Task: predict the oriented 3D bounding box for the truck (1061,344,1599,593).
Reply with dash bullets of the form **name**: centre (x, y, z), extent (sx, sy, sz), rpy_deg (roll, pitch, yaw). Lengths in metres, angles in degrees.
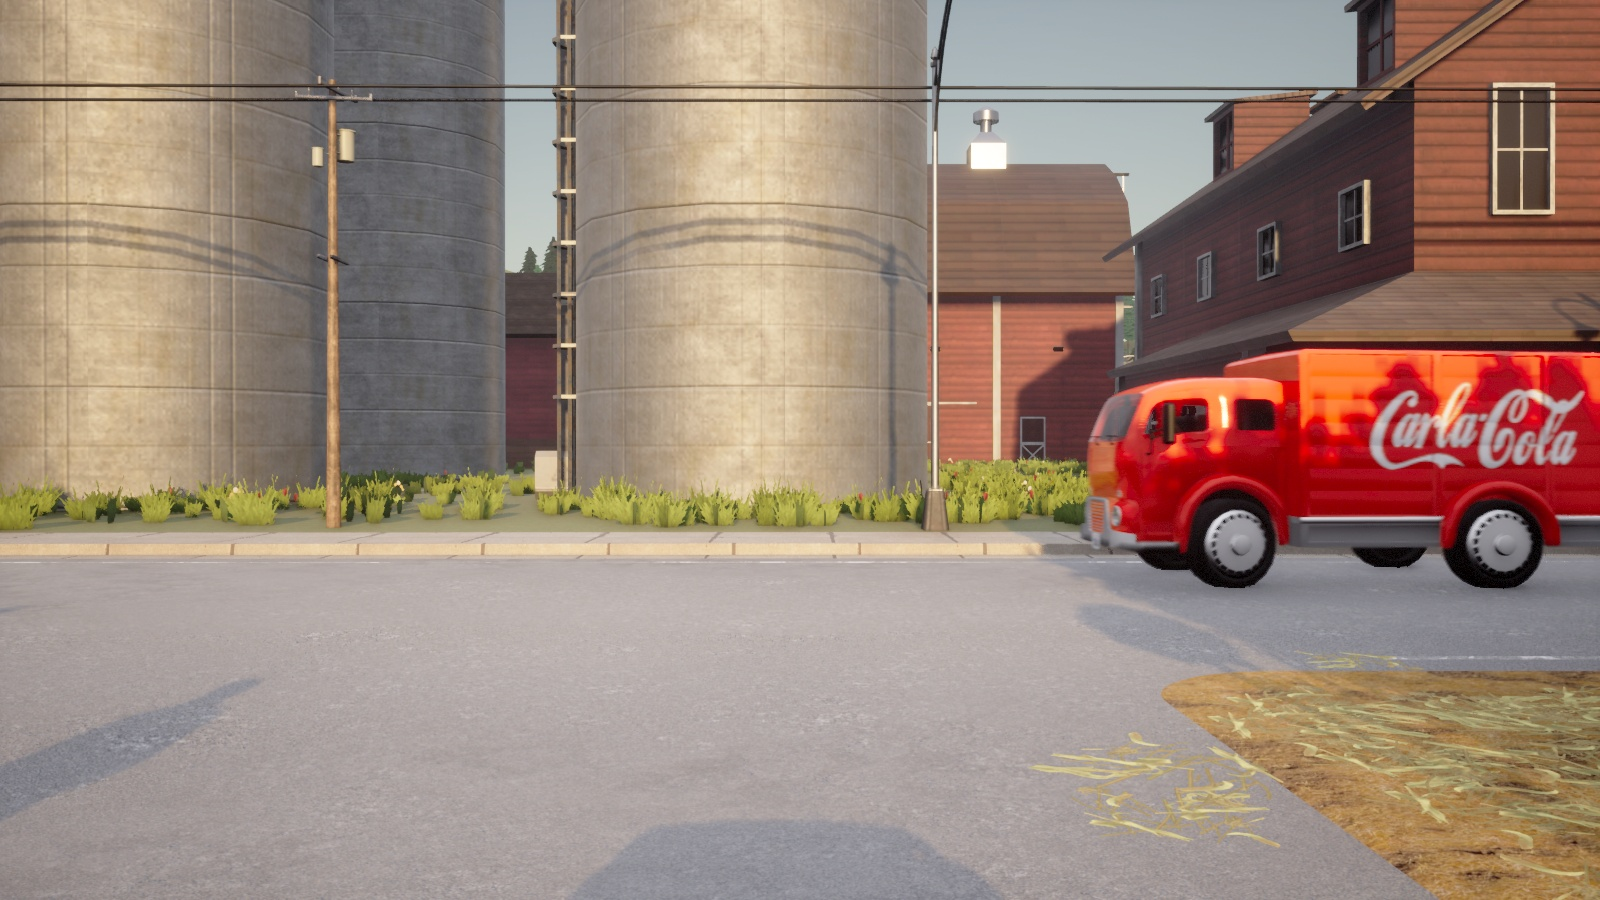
- **truck**: centre (5.791, 0.187, 13.864), extent (5.204, 2.467, 2.627), rpy_deg (0, 0, -2)
